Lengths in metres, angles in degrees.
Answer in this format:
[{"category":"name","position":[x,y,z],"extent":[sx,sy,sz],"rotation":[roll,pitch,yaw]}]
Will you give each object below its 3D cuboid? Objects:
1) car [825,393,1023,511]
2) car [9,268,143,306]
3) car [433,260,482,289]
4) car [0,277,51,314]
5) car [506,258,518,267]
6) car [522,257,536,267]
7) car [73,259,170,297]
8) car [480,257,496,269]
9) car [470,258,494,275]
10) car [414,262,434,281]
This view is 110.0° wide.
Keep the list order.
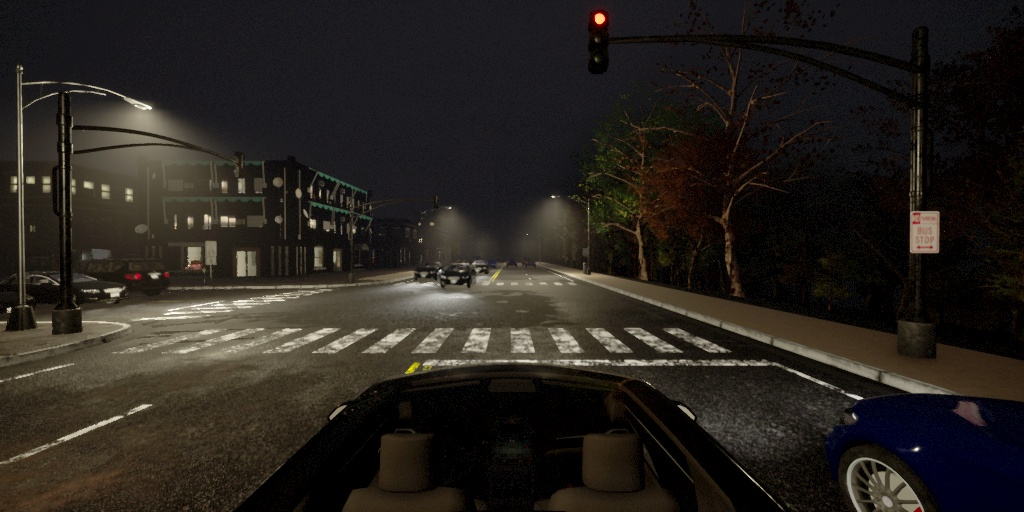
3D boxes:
[{"category":"car","position":[3.358,1.276,0.850],"extent":[1.812,1.442,4.674],"rotation":[0,0,1]},{"category":"car","position":[-19.649,1.459,15.525],"extent":[4.902,1.511,2.128],"rotation":[-1,1,0]},{"category":"car","position":[-3.393,1.237,23.315],"extent":[2.128,1.511,4.902],"rotation":[0,0,0]},{"category":"car","position":[-19.969,1.565,12.818],"extent":[4.313,1.339,1.948],"rotation":[0,0,0]},{"category":"car","position":[-0.030,1.251,64.933],"extent":[1.812,1.442,4.674],"rotation":[0,0,0]},{"category":"car","position":[3.234,1.274,63.655],"extent":[2.033,1.411,5.357],"rotation":[0,0,0]},{"category":"car","position":[-20.953,1.175,18.501],"extent":[5.566,2.045,2.150],"rotation":[0,0,3]},{"category":"car","position":[-3.442,1.208,54.846],"extent":[1.882,1.535,5.008],"rotation":[0,0,0]},{"category":"car","position":[-3.424,1.228,38.557],"extent":[2.128,1.511,4.902],"rotation":[0,0,0]},{"category":"car","position":[-6.656,1.233,29.475],"extent":[2.128,1.511,4.902],"rotation":[0,0,0]}]
